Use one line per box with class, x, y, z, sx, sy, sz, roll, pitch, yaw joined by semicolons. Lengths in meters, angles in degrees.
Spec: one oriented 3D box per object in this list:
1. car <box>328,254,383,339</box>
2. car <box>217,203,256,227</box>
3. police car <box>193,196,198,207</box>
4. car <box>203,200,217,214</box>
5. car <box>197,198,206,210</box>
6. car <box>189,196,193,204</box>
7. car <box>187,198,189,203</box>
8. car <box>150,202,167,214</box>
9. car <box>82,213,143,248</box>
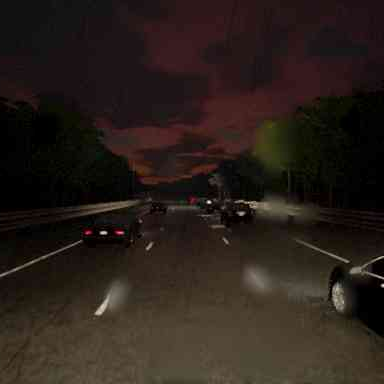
car;3.581;1.535;4.597;1.837;1.490;4.892;0;-1;0
car;3.325;1.562;24.772;2.097;1.767;4.553;0;0;-1
police car;1.796;2.036;63.900;1.930;1.638;5.238;0;-1;-3
car;2.770;1.975;41.681;1.895;1.301;4.718;0;-1;-2
car;2.338;2.053;52.722;1.994;1.385;4.181;0;-1;-3
car;1.167;2.227;74.850;2.128;1.511;4.902;0;-1;-4
car;0.428;2.084;85.938;2.150;2.045;5.566;0;-1;-4
car;-4.117;1.924;41.344;2.033;1.411;5.357;0;-1;-2
car;-3.503;1.674;15.527;2.033;1.411;5.357;0;0;-1
